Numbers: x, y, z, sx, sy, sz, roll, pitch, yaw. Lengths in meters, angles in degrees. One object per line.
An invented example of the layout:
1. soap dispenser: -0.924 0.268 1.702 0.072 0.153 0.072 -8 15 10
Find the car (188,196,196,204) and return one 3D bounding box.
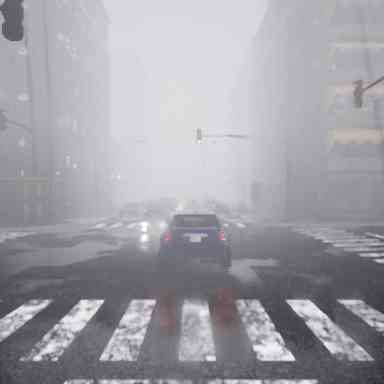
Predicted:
1. car: -0.015 1.700 71.357 1.812 1.442 4.674 0 0 0

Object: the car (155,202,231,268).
1. car: 0.099 1.375 11.512 2.097 1.767 4.553 0 0 0

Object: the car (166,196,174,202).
1. car: -5.715 1.746 86.564 1.752 1.417 4.829 0 0 0

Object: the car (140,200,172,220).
1. car: -3.100 1.665 29.423 1.895 1.301 4.718 0 0 0

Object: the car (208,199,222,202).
1. car: 2.678 1.651 31.488 1.802 1.307 4.206 0 0 0

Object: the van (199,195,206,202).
1. van: 2.664 1.563 86.724 1.690 1.788 3.998 -1 0 0

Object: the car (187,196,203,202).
1. car: 0.092 1.620 41.673 1.812 1.442 4.674 0 0 0

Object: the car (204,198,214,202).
1. car: 2.676 1.649 37.012 1.947 1.339 4.313 0 0 0

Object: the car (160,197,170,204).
1. car: -5.711 1.754 70.163 1.802 1.307 4.206 0 0 0

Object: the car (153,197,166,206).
1. car: -5.709 1.686 59.117 1.887 1.381 4.507 0 0 0

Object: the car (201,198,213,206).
1. car: 2.672 1.707 59.106 1.947 1.339 4.313 0 0 0

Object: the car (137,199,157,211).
1. car: -5.706 1.663 42.546 1.947 1.339 4.313 0 0 0

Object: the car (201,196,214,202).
1. car: 2.674 1.656 48.059 1.887 1.381 4.507 0 0 0

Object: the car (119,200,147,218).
1. car: -5.704 1.635 31.499 1.947 1.339 4.313 0 0 0

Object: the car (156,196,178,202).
1. car: -3.096 1.443 40.013 2.097 1.767 4.553 0 0 0
